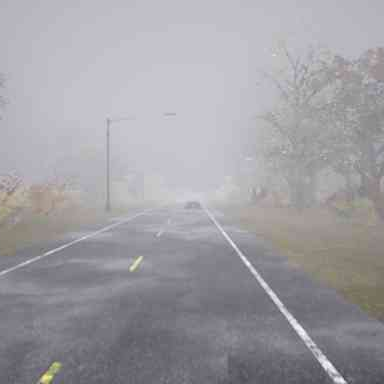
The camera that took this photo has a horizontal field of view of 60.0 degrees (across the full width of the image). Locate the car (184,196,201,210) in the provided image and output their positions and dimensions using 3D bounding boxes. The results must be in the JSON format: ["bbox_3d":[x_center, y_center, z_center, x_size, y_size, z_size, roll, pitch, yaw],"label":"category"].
[{"bbox_3d":[0.178,1.498,43.384,1.812,1.442,4.674,0,0,0],"label":"car"}]

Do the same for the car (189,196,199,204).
[{"bbox_3d":[0.314,1.484,62.085,1.812,1.442,4.674,0,0,1],"label":"car"}]
